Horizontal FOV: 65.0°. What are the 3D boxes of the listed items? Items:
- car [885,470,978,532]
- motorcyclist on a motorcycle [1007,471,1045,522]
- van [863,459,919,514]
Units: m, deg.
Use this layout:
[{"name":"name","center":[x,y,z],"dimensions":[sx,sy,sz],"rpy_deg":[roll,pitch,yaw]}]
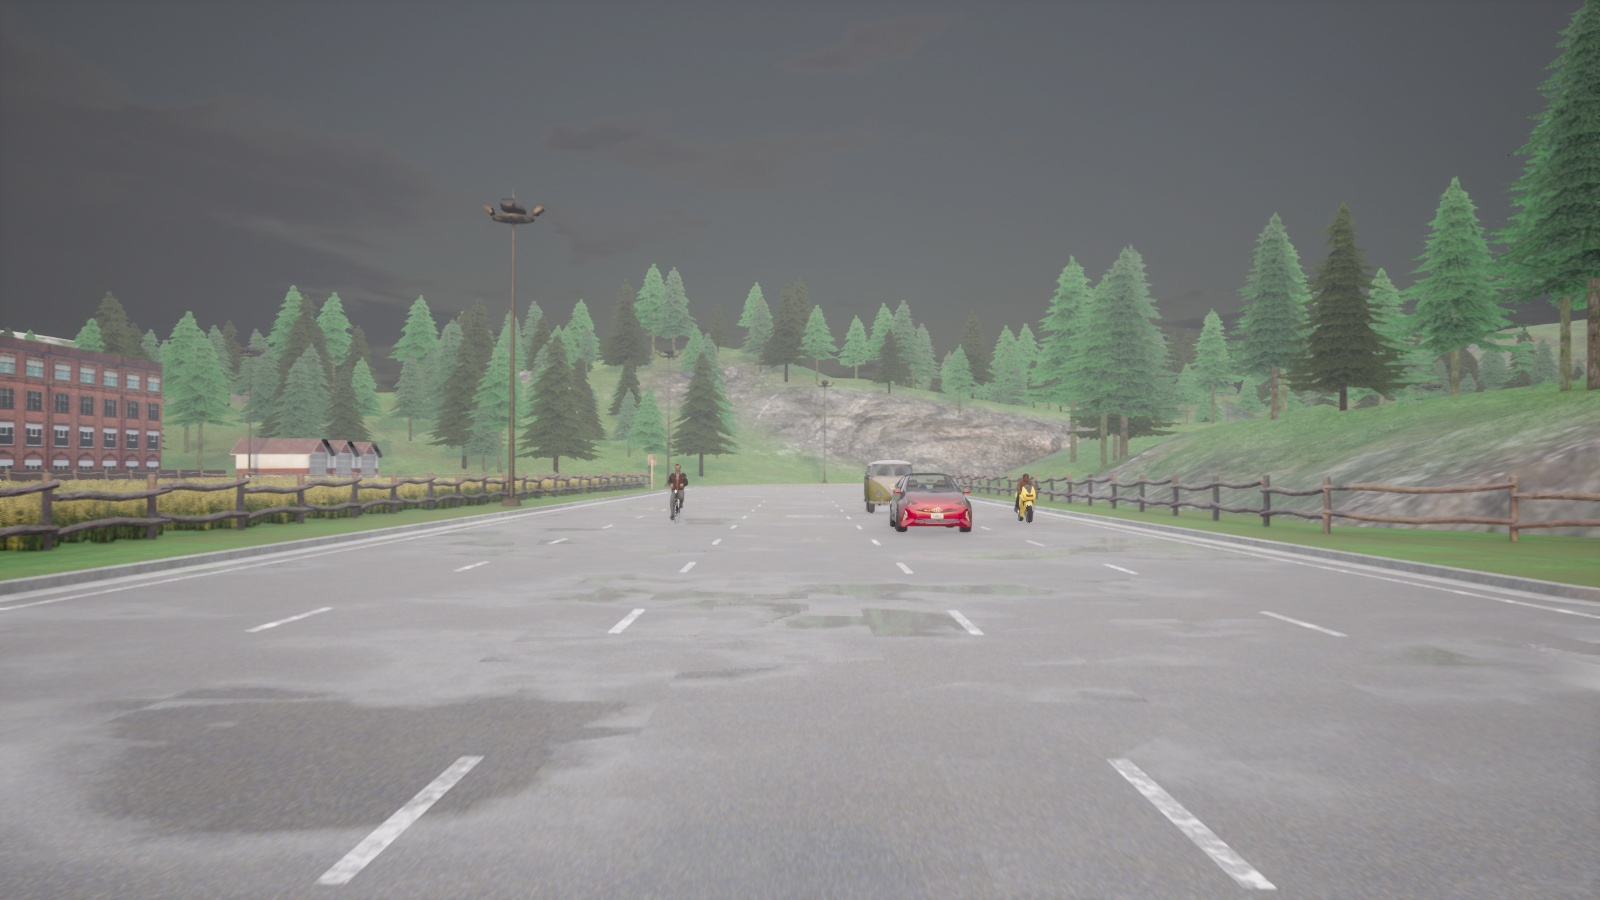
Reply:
[{"name":"car","center":[3.420,1.308,33.447],"dimensions":[2.007,1.525,4.514],"rpy_deg":[0,-1,0]},{"name":"motorcyclist on a motorcycle","center":[6.912,1.413,38.488],"dimensions":[0.797,1.523,2.044],"rpy_deg":[0,-1,0]},{"name":"van","center":[3.409,1.350,47.730],"dimensions":[1.775,1.987,4.442],"rpy_deg":[0,-1,0]}]
